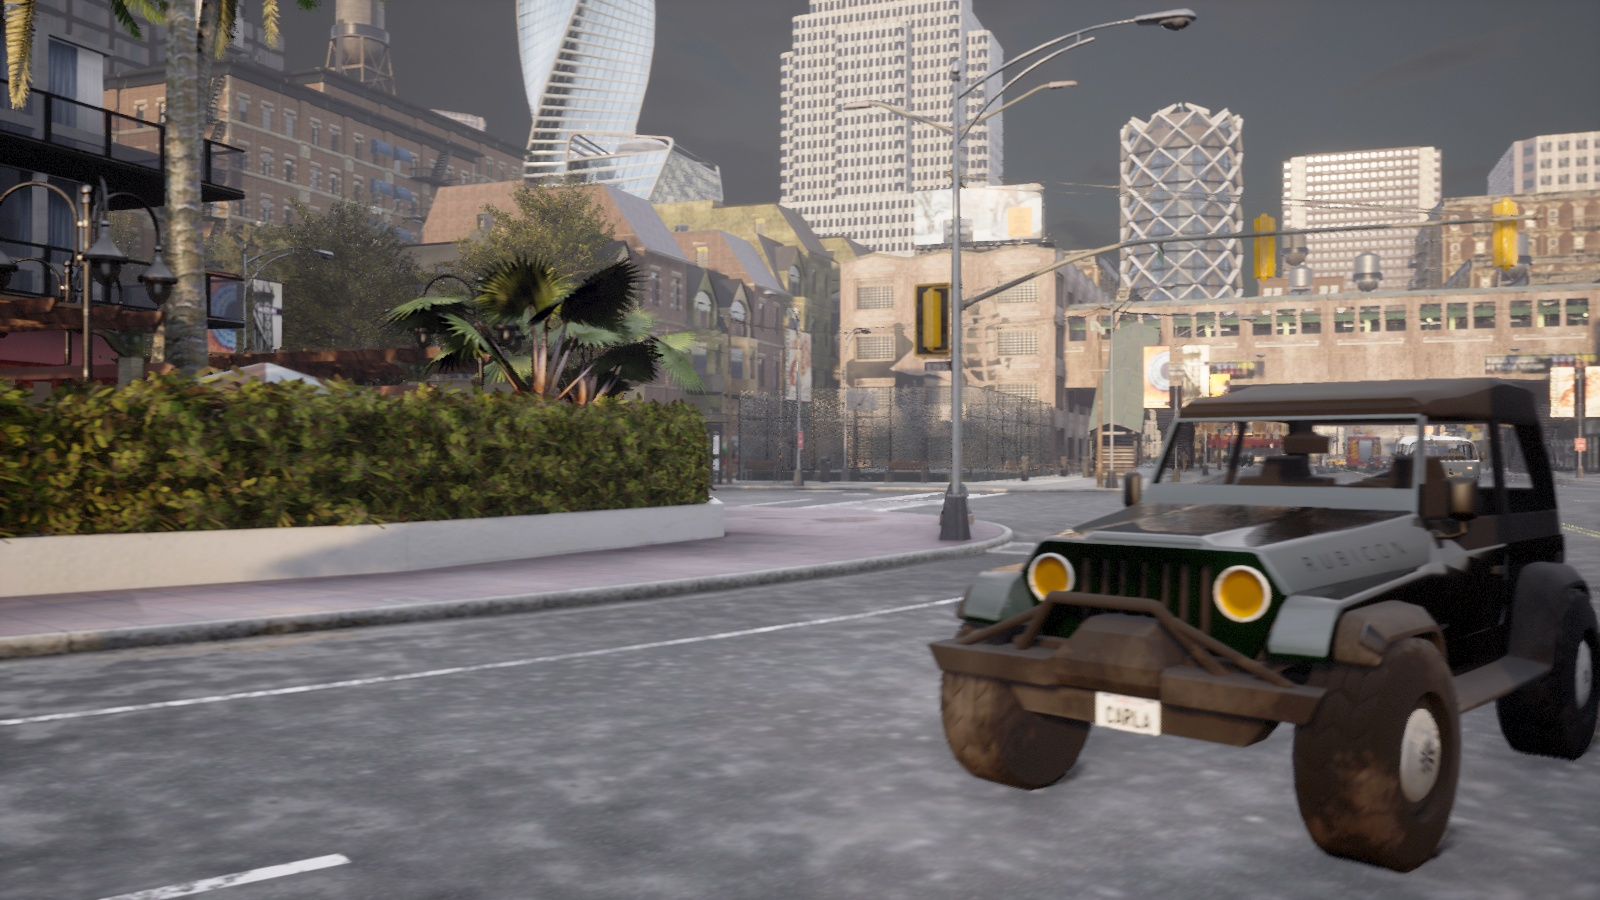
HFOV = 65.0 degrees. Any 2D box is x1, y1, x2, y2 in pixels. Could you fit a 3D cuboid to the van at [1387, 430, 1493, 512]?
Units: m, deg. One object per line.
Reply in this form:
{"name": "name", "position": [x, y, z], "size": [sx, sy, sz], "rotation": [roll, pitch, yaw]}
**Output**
{"name": "van", "position": [17.043, 0.533, 33.643], "size": [2.069, 2.038, 4.480], "rotation": [0, 0, 21]}

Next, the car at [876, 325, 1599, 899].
{"name": "car", "position": [2.352, 0.554, 5.957], "size": [1.905, 1.878, 3.866], "rotation": [0, 0, 44]}
